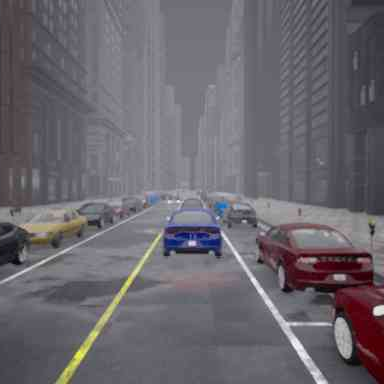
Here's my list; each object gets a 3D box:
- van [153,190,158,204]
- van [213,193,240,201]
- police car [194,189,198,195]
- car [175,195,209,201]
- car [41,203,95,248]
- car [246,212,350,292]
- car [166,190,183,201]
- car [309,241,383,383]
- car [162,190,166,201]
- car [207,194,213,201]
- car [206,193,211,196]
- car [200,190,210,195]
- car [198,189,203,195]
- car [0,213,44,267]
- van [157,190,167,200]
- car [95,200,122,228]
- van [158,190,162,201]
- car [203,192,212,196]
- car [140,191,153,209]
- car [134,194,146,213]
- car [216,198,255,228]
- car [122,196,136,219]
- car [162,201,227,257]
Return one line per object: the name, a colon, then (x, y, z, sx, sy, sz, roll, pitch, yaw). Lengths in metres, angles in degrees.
van: (-5.769, 0.810, 42.247, 1.690, 1.788, 3.998, 0, 1, 0)
van: (2.758, 1.016, 25.355, 1.690, 1.788, 3.998, 0, 1, 0)
police car: (2.357, 0.294, 94.411, 1.930, 1.638, 5.238, 0, 1, 0)
car: (0.025, 1.214, 26.028, 2.033, 1.411, 5.357, 0, 1, 1)
car: (-5.765, 1.344, 13.898, 1.752, 1.417, 4.829, 0, 1, 0)
car: (2.760, 1.433, 8.451, 1.887, 1.381, 4.507, 0, 1, 0)
car: (-3.061, 0.803, 58.386, 1.812, 1.442, 4.674, 0, 1, 0)
car: (2.761, 1.506, 2.815, 1.887, 1.381, 4.507, 0, 1, 0)
car: (-5.771, 0.584, 59.154, 2.192, 1.841, 5.009, 0, 1, 0)
car: (2.758, 1.156, 30.994, 2.008, 1.369, 4.403, 0, 1, 0)
car: (2.757, 1.119, 36.630, 1.802, 1.307, 4.206, 0, 1, 0)
car: (2.755, 0.879, 53.537, 1.887, 1.381, 4.507, 0, 1, 0)
car: (2.753, 0.518, 64.806, 2.192, 1.841, 5.009, 0, 1, 0)
car: (-5.765, 1.455, 8.432, 1.947, 1.339, 4.313, 0, 1, 0)
van: (-5.771, 0.544, 64.790, 1.690, 1.788, 3.998, 0, 1, 0)
car: (-5.766, 1.311, 19.704, 1.947, 1.339, 4.313, 0, 1, 0)
van: (-5.770, 0.743, 47.883, 1.690, 1.788, 3.998, 0, 1, 0)
car: (2.756, 1.020, 42.266, 2.008, 1.369, 4.403, 0, 1, 0)
car: (-5.768, 0.977, 36.612, 1.967, 1.590, 4.097, 0, 1, 0)
car: (-5.767, 1.172, 30.977, 1.947, 1.339, 4.313, 0, 1, 0)
car: (2.759, 1.296, 19.722, 2.008, 1.369, 4.403, 0, 1, 0)
car: (-5.766, 1.257, 25.341, 1.802, 1.307, 4.206, 0, 1, 0)
car: (0.035, 1.319, 12.182, 1.882, 1.535, 5.008, 0, 1, 1)
